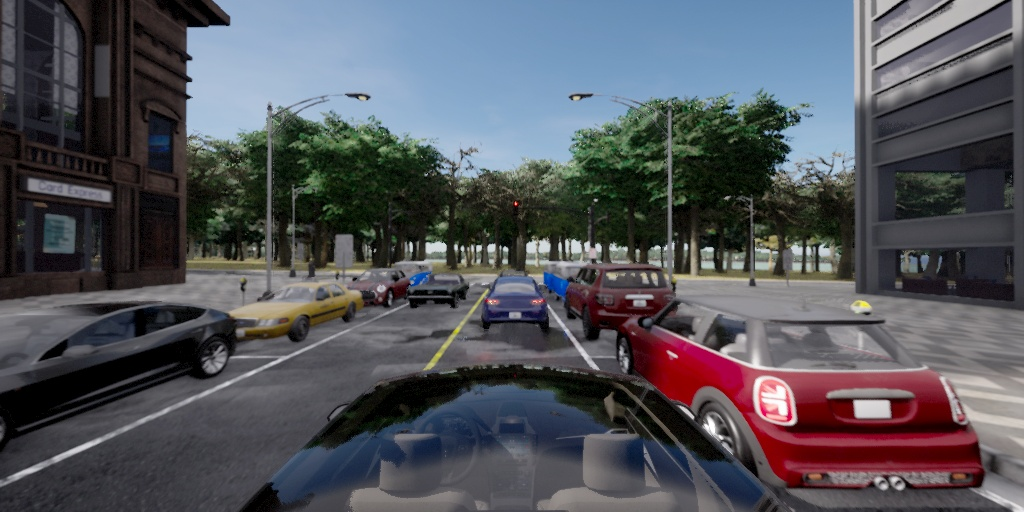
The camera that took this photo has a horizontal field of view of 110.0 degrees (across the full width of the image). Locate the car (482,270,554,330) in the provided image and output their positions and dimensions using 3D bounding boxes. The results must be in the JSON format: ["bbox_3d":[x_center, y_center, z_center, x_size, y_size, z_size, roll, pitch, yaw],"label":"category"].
[{"bbox_3d":[0.090,1.333,11.297,1.812,1.442,4.674,0,0,0],"label":"car"}]

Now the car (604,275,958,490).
[{"bbox_3d":[2.761,1.207,4.684,1.967,1.591,4.097,0,0,0],"label":"car"}]

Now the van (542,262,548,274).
[{"bbox_3d":[2.747,1.207,20.996,1.690,1.789,3.998,0,0,0],"label":"van"}]

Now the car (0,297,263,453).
[{"bbox_3d":[-5.765,1.333,4.677,1.948,1.339,4.313,0,0,0],"label":"car"}]

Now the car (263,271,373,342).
[{"bbox_3d":[-5.769,1.325,9.945,1.751,1.417,4.829,0,0,0],"label":"car"}]

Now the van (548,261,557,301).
[{"bbox_3d":[2.752,1.174,15.559,1.690,1.789,3.998,0,0,0],"label":"van"}]

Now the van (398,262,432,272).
[{"bbox_3d":[-5.778,1.206,20.990,1.690,1.789,3.998,0,0,0],"label":"van"}]

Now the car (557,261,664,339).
[{"bbox_3d":[2.756,1.115,10.122,2.192,1.841,5.009,0,0,0],"label":"car"}]

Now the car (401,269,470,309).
[{"bbox_3d":[-3.039,1.434,15.628,1.895,1.301,4.718,0,0,1],"label":"car"}]

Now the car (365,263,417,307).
[{"bbox_3d":[-5.774,1.273,15.552,1.967,1.591,4.097,0,0,0],"label":"car"}]
